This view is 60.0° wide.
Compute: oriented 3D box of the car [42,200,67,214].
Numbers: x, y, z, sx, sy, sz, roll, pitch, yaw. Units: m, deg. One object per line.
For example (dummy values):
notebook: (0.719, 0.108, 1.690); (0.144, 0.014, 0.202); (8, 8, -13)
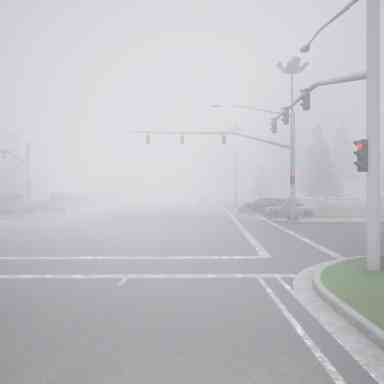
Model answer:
car: (-15.534, 1.564, 35.427); (4.181, 1.385, 1.994); (0, 0, 3)

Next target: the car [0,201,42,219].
car: (-16.114, 1.491, 28.827); (4.902, 1.511, 2.128); (0, 0, -1)

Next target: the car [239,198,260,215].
car: (6.934, 1.352, 33.171); (4.553, 1.767, 2.097); (0, 0, 9)

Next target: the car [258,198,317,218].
car: (8.506, 1.525, 29.101); (4.674, 1.442, 1.812); (0, 0, -1)

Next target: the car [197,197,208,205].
car: (1.893, 1.547, 60.296); (2.033, 1.411, 5.357); (0, 0, -1)

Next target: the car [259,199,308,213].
car: (9.928, 1.505, 36.399); (4.892, 1.490, 1.837); (0, 0, 5)
